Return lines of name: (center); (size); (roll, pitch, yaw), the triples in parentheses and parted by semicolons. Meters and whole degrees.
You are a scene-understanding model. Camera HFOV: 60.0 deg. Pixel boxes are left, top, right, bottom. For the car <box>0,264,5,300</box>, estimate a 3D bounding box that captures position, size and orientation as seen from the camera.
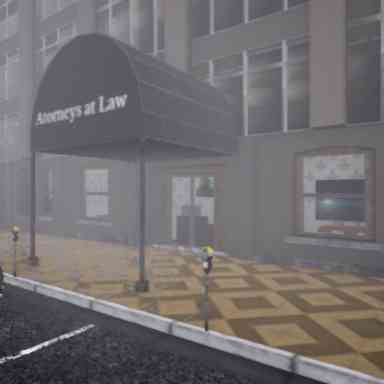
car: (-5.506, 1.589, 6.798); (4.403, 1.369, 2.008); (0, 0, 36)
